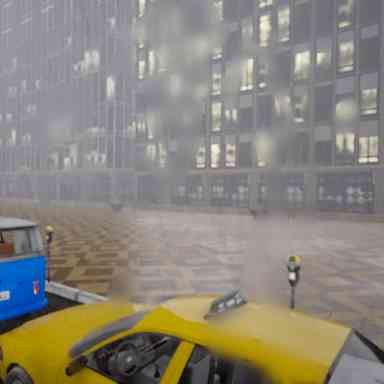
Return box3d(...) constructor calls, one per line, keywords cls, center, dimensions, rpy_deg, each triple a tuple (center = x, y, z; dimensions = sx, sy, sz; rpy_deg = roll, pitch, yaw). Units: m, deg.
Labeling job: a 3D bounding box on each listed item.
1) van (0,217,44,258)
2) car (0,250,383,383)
box3d(cls="van", center=(-4.300, 1.279, 5.931), dimensions=(3.998, 1.788, 1.690), rpy_deg=(1, 1, 35))
box3d(cls="car", center=(0.060, 1.512, 2.824), dimensions=(4.829, 1.417, 1.752), rpy_deg=(1, 1, 35))
